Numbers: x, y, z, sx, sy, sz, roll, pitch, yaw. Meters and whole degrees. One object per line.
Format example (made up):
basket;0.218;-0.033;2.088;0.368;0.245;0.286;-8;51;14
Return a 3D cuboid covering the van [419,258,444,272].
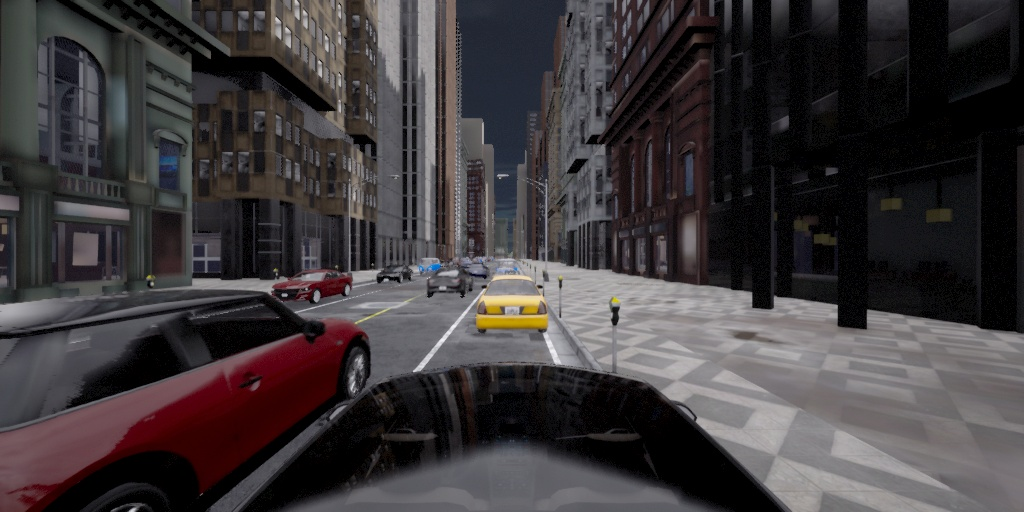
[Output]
van;-8.908;1.104;38.846;1.690;1.789;3.998;0;0;0

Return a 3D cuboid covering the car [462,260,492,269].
car;-3.128;1.324;33.050;1.994;1.385;4.181;0;0;1

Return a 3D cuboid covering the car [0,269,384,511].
car;-3.145;1.101;3.491;2.097;1.767;4.553;0;0;0

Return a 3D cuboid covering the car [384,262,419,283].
car;-8.908;1.323;27.572;1.948;1.339;4.313;0;0;0

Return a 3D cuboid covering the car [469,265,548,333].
car;0.005;1.208;10.690;1.801;1.575;5.366;0;0;0

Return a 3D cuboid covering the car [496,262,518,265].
car;-0.383;1.280;22.119;1.751;1.417;4.829;0;0;0

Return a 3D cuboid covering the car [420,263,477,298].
car;-3.124;1.279;18.566;1.812;1.442;4.674;0;0;0

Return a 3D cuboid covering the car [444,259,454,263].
car;-8.908;1.332;44.482;1.948;1.339;4.313;0;0;0

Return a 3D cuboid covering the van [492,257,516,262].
van;-0.383;1.098;27.584;1.690;1.789;3.998;0;0;0

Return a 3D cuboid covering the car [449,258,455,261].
car;-8.908;1.335;50.119;1.948;1.339;4.313;0;0;0

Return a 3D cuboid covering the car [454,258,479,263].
car;-6.152;1.316;49.202;2.033;1.411;5.357;0;0;0
